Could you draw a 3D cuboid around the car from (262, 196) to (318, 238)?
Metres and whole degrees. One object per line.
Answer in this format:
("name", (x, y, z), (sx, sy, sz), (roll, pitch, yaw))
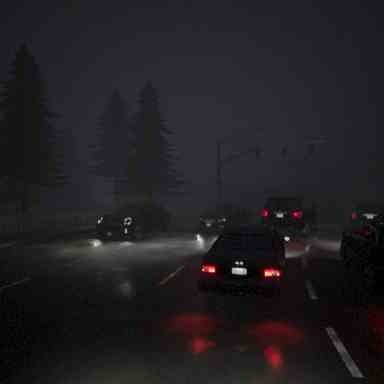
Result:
("car", (5.458, 1.221, 18.188), (2.150, 2.045, 5.566), (0, 0, 28))

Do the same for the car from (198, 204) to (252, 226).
("car", (2.116, 1.498, 19.992), (2.128, 1.511, 4.902), (0, 0, 30))

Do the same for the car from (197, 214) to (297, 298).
("car", (1.532, 1.547, 8.734), (2.033, 1.411, 5.357), (0, 0, 15))

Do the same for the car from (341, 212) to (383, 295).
("car", (5.090, 1.491, 8.414), (2.128, 1.511, 4.902), (0, 0, 15))

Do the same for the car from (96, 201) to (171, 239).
("car", (-2.923, 1.351, 17.463), (2.097, 1.767, 4.553), (0, 0, 24))

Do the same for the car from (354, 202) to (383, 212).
("car", (10.711, 1.354, 19.517), (2.097, 1.767, 4.553), (0, 0, 34))
